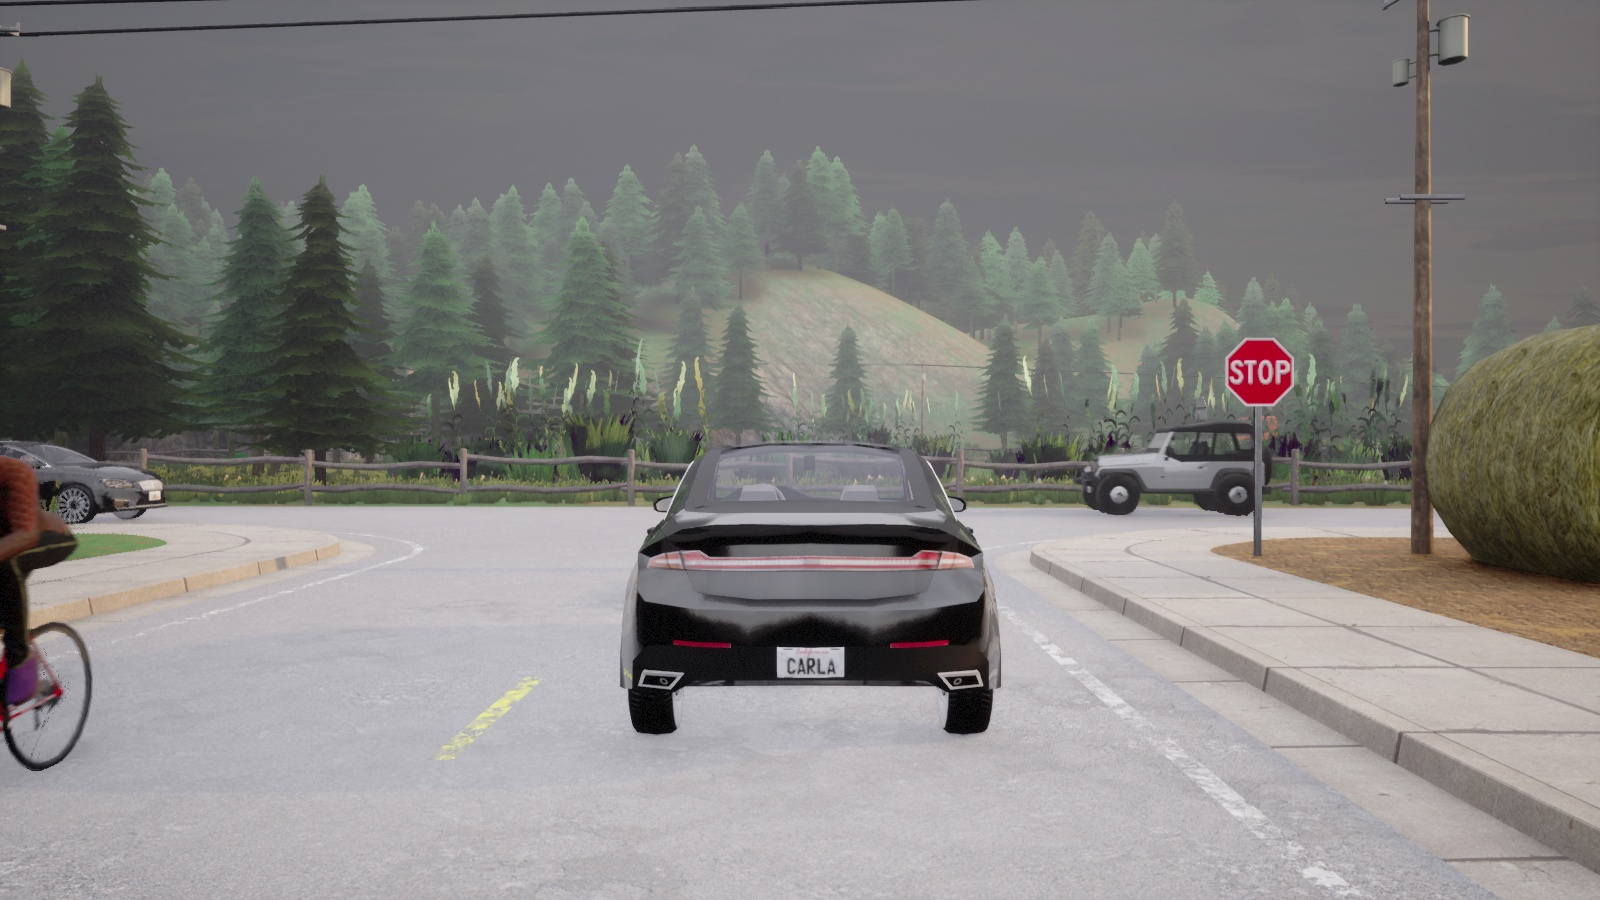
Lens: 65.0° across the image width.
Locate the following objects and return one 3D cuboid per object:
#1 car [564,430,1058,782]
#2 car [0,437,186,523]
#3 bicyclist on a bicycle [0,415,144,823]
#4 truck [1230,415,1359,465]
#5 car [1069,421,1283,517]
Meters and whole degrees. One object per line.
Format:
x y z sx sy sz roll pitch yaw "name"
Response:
0.061 0.658 7.862 2.128 1.511 4.902 0 0 0 "car"
-14.394 0.524 23.385 4.902 1.511 2.128 0 0 3 "car"
-3.464 0.667 5.230 0.582 1.620 1.656 0 1 0 "bicyclist on a bicycle"
34.793 -0.707 88.522 7.936 3.462 2.891 0 0 0 "truck"
7.600 0.369 25.690 3.866 1.878 1.905 0 0 3 "car"
